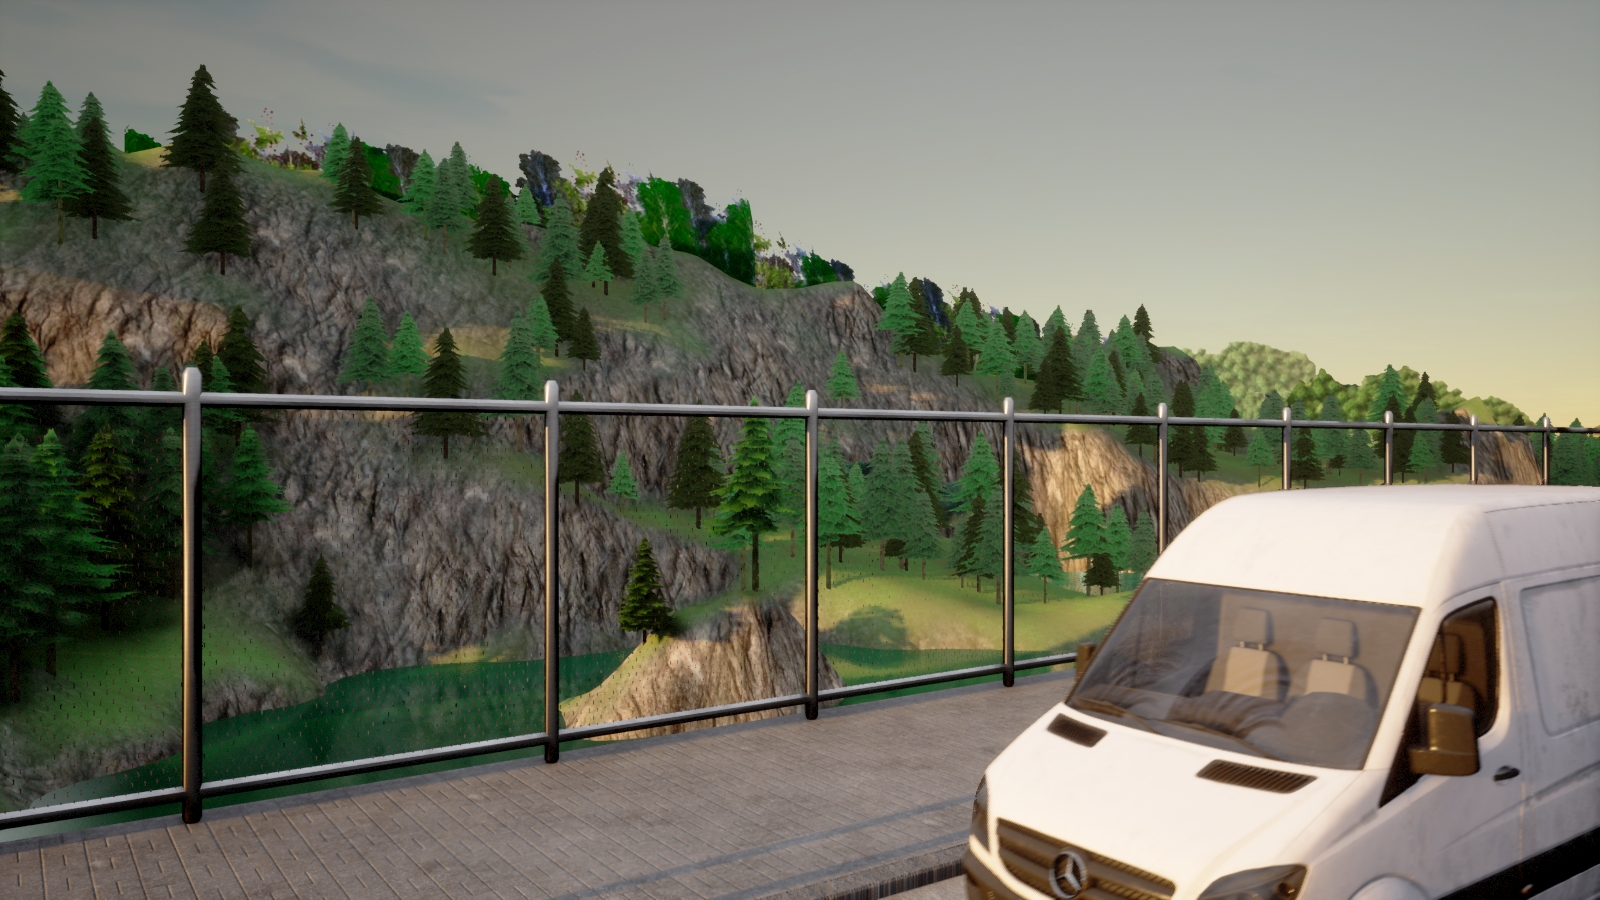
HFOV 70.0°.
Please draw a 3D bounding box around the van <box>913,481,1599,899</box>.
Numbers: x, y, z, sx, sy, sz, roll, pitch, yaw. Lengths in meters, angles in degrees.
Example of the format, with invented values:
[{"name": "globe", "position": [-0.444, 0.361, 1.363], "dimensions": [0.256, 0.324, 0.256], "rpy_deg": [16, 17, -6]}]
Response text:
[{"name": "van", "position": [3.591, 1.532, 6.902], "dimensions": [5.915, 2.561, 1.988], "rpy_deg": [0, 0, -35]}]
